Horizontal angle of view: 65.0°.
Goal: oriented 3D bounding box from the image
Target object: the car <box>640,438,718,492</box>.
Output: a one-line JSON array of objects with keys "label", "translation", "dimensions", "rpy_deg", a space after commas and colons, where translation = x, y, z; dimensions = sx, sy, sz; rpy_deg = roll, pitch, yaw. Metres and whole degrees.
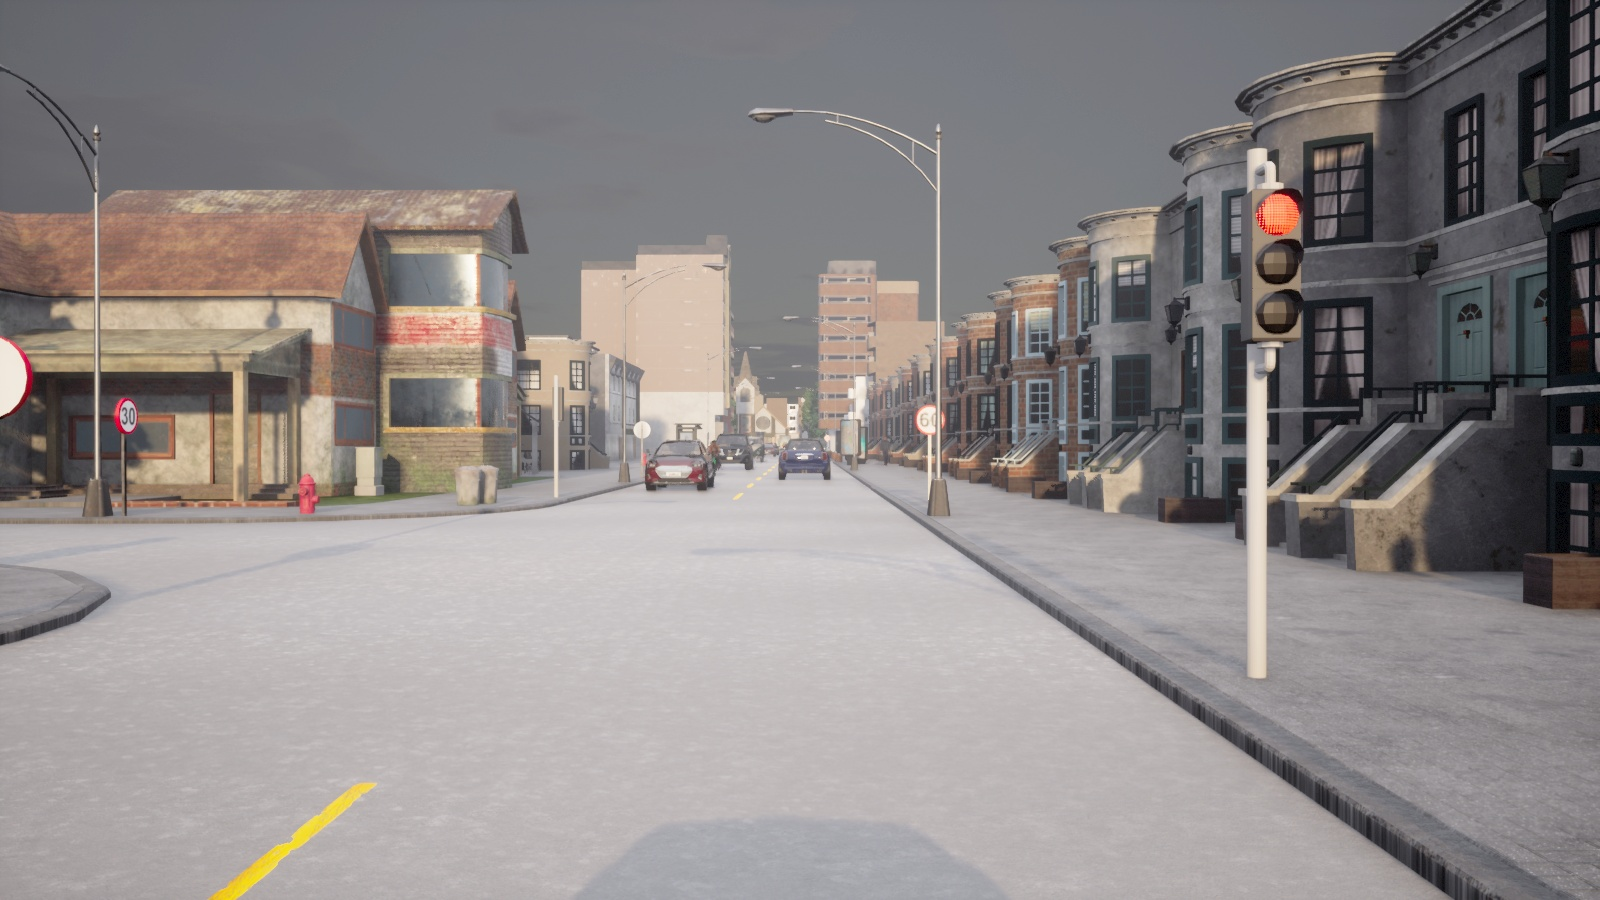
[{"label": "car", "translation": [-3.853, 0.443, 40.826], "dimensions": [2.033, 1.649, 4.856], "rpy_deg": [0, 0, 0]}]

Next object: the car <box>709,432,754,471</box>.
[{"label": "car", "translation": [-3.750, 0.068, 69.851], "dimensions": [2.150, 2.045, 5.566], "rpy_deg": [0, 0, 0]}]

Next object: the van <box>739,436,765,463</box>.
[{"label": "van", "translation": [-3.654, -0.045, 95.892], "dimensions": [1.775, 1.987, 4.442], "rpy_deg": [0, 0, 0]}]

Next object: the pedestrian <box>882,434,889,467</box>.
[{"label": "pedestrian", "translation": [5.171, 0.031, 76.055], "dimensions": [0.423, 1.949, 0.788], "rpy_deg": [0, 0, 3]}]

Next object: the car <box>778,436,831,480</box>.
[{"label": "car", "translation": [0.186, 0.309, 52.432], "dimensions": [2.097, 1.767, 4.553], "rpy_deg": [0, 0, 0]}]
